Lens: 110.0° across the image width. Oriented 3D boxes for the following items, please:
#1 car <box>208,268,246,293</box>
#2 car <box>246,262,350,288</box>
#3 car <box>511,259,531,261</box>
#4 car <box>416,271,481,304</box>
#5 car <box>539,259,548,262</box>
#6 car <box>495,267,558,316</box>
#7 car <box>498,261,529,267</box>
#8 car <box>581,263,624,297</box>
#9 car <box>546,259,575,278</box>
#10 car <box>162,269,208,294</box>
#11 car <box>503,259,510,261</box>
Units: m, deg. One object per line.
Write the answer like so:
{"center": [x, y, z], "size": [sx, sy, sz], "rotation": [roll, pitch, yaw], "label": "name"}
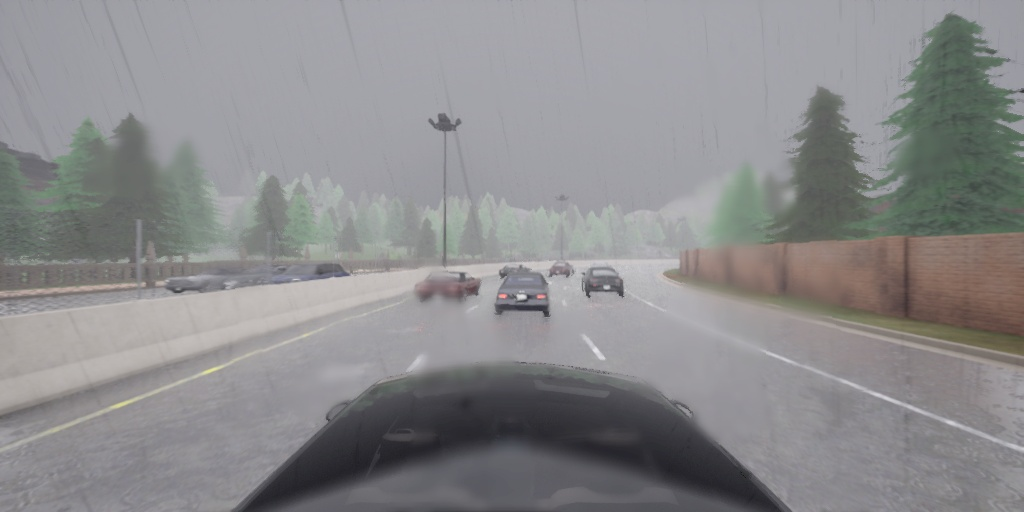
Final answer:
{"center": [-13.069, 1.240, 19.439], "size": [2.128, 1.511, 4.902], "rotation": [0, 0, 7], "label": "car"}
{"center": [-9.806, 1.102, 17.284], "size": [2.097, 1.767, 4.553], "rotation": [0, 0, 7], "label": "car"}
{"center": [2.272, 1.310, 62.162], "size": [1.994, 1.385, 4.181], "rotation": [0, 0, 32], "label": "car"}
{"center": [-2.686, 1.350, 16.441], "size": [1.895, 1.301, 4.718], "rotation": [0, 0, 6], "label": "car"}
{"center": [5.687, 1.270, 61.014], "size": [1.812, 1.442, 4.674], "rotation": [0, 0, 32], "label": "car"}
{"center": [0.511, 1.297, 13.472], "size": [2.033, 1.411, 5.357], "rotation": [0, 0, 5], "label": "car"}
{"center": [0.388, 1.348, 32.013], "size": [1.895, 1.301, 4.718], "rotation": [0, 0, 16], "label": "car"}
{"center": [4.694, 1.274, 18.836], "size": [1.812, 1.442, 4.674], "rotation": [0, 0, 8], "label": "car"}
{"center": [4.829, 1.273, 34.473], "size": [1.812, 1.442, 4.674], "rotation": [0, 0, 18], "label": "car"}
{"center": [-16.547, 1.350, 20.254], "size": [1.895, 1.301, 4.718], "rotation": [0, 0, 8], "label": "car"}
{"center": [-0.849, 1.247, 63.730], "size": [1.837, 1.490, 4.892], "rotation": [0, 0, 32], "label": "car"}
